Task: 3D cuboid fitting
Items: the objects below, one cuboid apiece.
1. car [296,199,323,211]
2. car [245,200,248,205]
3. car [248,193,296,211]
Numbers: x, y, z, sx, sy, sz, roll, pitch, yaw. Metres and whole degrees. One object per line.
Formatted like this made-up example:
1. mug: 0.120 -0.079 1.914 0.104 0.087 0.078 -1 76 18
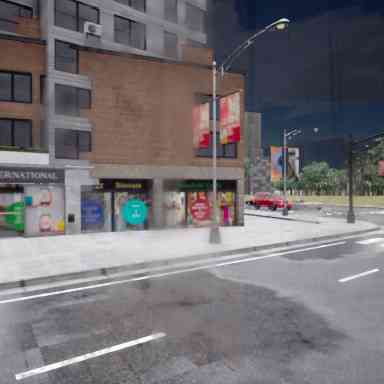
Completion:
1. car: 13.081 1.491 39.095 1.895 1.301 4.718 0 0 -23
2. car: 9.589 1.471 47.565 1.895 1.301 4.718 0 0 -22
3. car: 9.388 1.122 39.481 2.150 2.045 5.566 0 0 -22
